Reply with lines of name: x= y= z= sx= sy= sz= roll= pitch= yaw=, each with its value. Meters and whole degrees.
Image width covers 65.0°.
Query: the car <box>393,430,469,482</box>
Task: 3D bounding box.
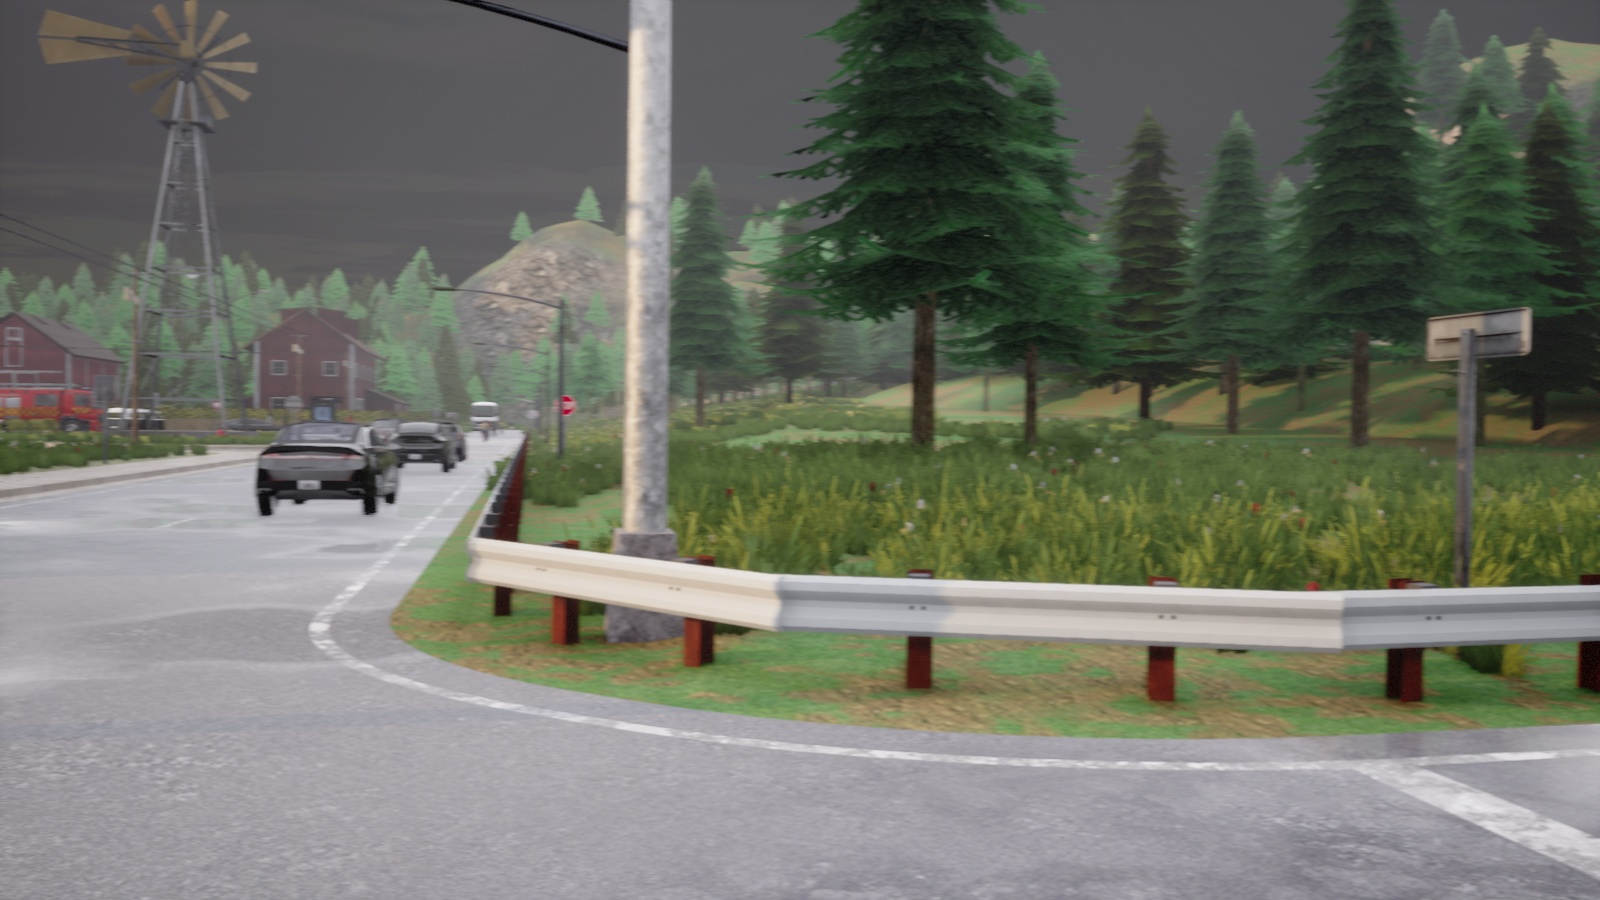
car: x=-11.347 y=0.136 z=38.873 sx=1.837 sy=1.490 sz=4.892 roll=-1 pitch=1 yaw=-12

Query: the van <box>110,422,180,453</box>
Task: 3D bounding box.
van: x=-44.456 y=-0.820 z=85.345 sx=2.069 sy=2.038 sz=4.480 roll=0 pitch=1 yaw=6

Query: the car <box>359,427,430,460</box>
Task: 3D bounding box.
car: x=-20.831 y=-0.377 z=64.666 sx=2.033 sy=1.649 sz=4.856 roll=0 pitch=1 yaw=1

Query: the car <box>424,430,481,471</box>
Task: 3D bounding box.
car: x=-13.198 y=-0.018 z=47.856 sx=1.845 sy=1.501 sz=3.633 roll=-1 pitch=1 yaw=-12

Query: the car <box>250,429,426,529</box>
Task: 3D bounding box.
car: x=-7.814 y=0.398 z=21.728 sx=2.128 sy=1.511 sz=4.902 roll=-1 pitch=1 yaw=-12
